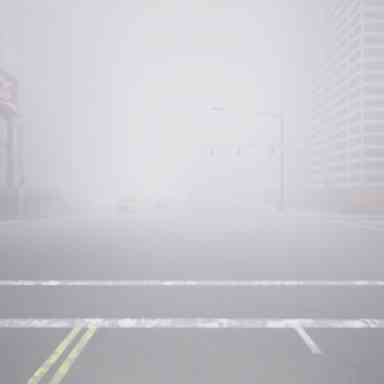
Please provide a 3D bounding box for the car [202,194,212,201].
[{"bbox_3d":[3.505,1.262,77.148,2.033,1.411,5.357,0,0,0],"label":"car"}]

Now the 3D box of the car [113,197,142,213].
[{"bbox_3d":[-7.088,1.303,36.138,2.097,1.767,4.553,0,0,0],"label":"car"}]

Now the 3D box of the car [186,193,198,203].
[{"bbox_3d":[0.004,1.130,66.476,2.150,2.045,5.566,0,0,0],"label":"car"}]

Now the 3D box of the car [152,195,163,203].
[{"bbox_3d":[-6.996,1.430,68.089,1.812,1.442,4.674,0,0,0],"label":"car"}]

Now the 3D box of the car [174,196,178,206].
[{"bbox_3d":[-3.570,1.456,50.963,1.812,1.442,4.674,0,1,0],"label":"car"}]

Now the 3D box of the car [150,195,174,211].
[{"bbox_3d":[-3.579,1.448,40.440,1.837,1.490,4.892,0,0,0],"label":"car"}]

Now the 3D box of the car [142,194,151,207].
[{"bbox_3d":[-7.071,1.477,50.790,2.033,1.411,5.357,0,0,0],"label":"car"}]

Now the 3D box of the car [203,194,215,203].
[{"bbox_3d":[3.504,1.259,67.250,2.097,1.767,4.553,0,0,0],"label":"car"}]
